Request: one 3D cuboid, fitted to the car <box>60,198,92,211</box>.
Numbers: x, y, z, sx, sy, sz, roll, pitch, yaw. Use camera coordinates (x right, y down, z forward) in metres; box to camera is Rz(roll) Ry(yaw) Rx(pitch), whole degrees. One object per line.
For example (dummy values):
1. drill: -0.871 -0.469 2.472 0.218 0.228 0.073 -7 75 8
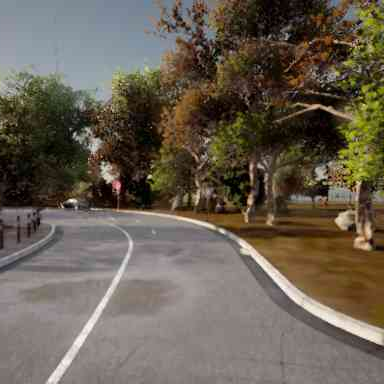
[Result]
1. car: -14.446 1.537 41.212 4.902 1.511 2.128 0 0 37
